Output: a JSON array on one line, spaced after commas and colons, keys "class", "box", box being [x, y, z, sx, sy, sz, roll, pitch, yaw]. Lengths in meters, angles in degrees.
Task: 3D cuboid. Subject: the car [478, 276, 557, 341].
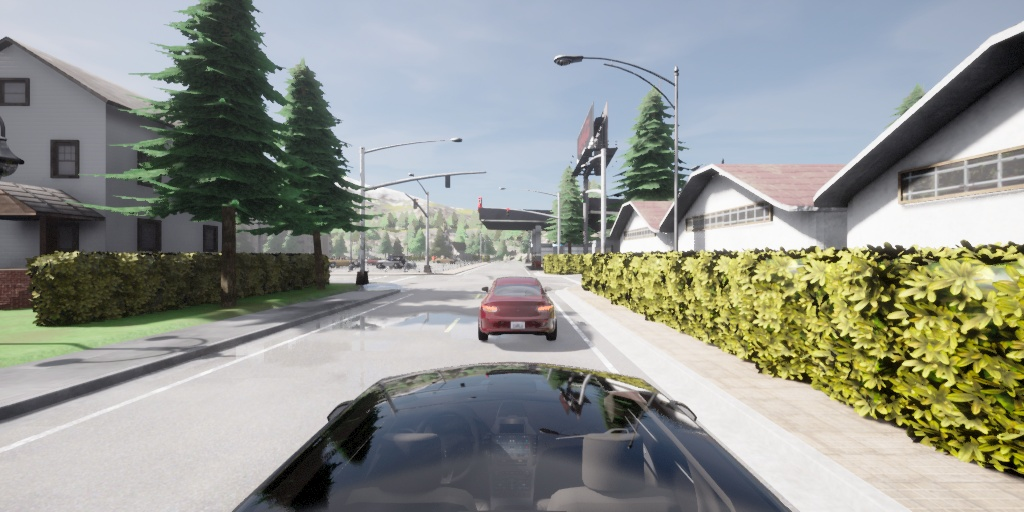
[{"class": "car", "box": [0.129, 1.276, 9.766, 1.812, 1.442, 4.674, 0, 0, 0]}]
